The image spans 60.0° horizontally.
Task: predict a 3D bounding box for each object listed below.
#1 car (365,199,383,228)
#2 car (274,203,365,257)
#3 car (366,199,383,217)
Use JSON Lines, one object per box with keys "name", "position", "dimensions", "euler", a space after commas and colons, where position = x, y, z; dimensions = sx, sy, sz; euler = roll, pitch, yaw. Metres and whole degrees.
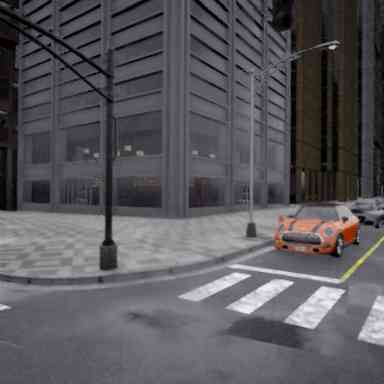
{"name": "car", "position": [10.621, 1.389, 20.543], "dimensions": [1.994, 1.385, 4.181], "euler": [0, 0, 36]}
{"name": "car", "position": [4.842, 1.242, 12.589], "dimensions": [2.097, 1.767, 4.553], "euler": [0, 0, 37]}
{"name": "car", "position": [16.436, 1.329, 28.616], "dimensions": [1.994, 1.385, 4.181], "euler": [0, 0, 35]}
